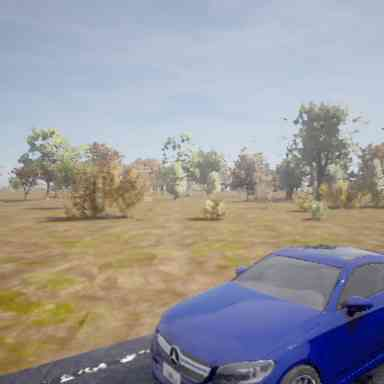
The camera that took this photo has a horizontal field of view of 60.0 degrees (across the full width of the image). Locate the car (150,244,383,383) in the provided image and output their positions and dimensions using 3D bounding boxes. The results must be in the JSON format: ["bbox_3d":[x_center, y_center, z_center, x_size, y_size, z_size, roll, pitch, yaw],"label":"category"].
[{"bbox_3d":[1.699,1.522,4.587,4.674,1.442,1.812,0,0,-35],"label":"car"}]
